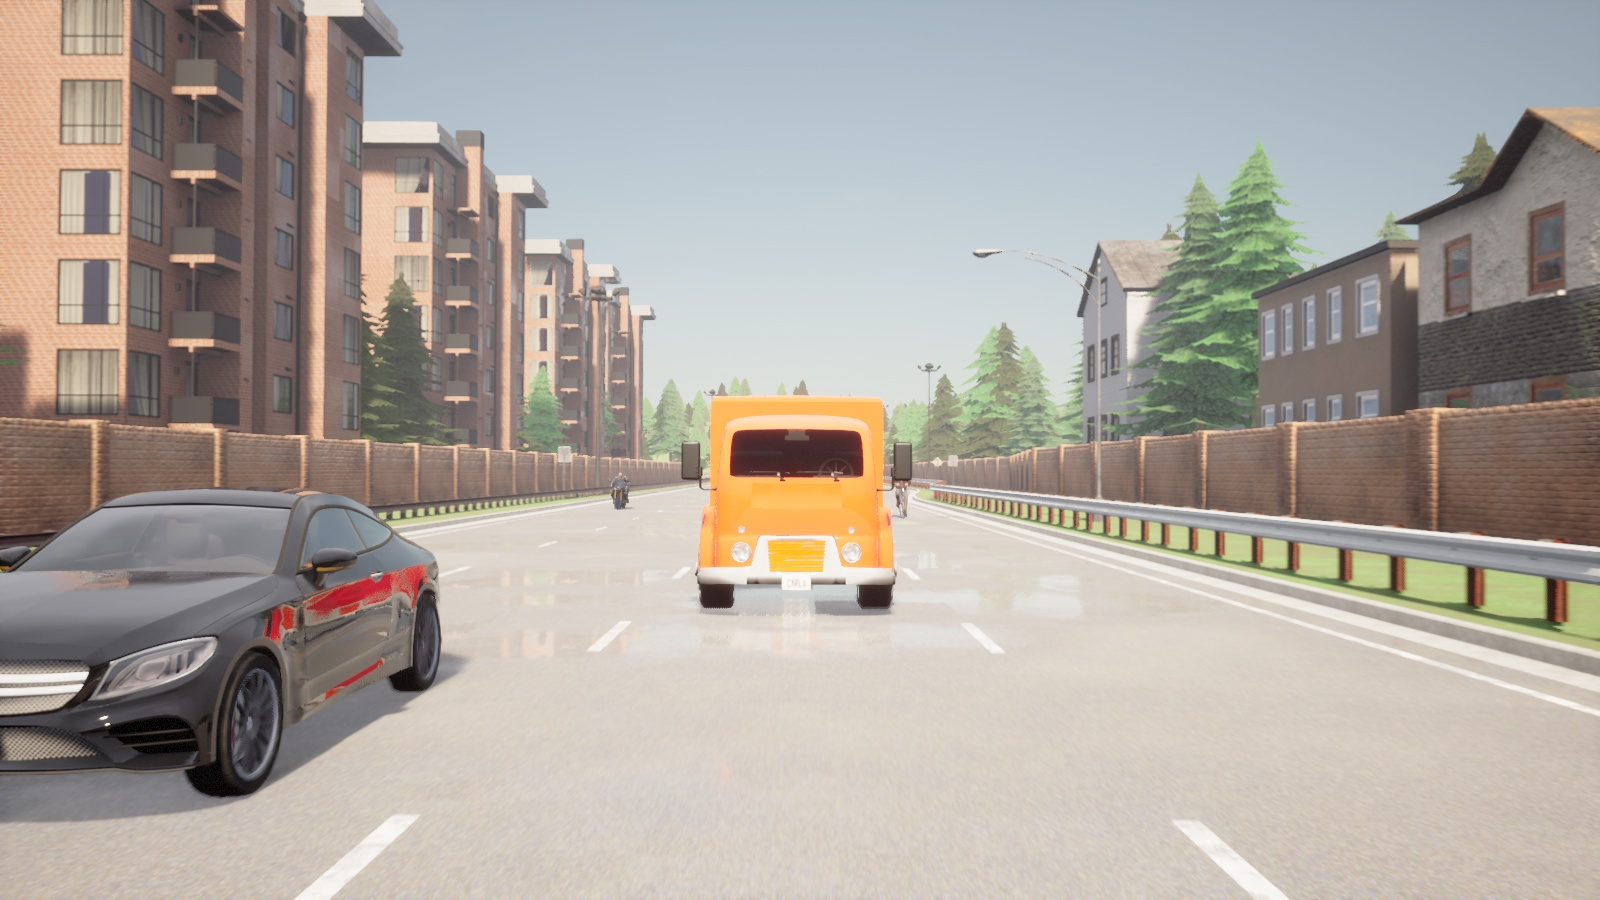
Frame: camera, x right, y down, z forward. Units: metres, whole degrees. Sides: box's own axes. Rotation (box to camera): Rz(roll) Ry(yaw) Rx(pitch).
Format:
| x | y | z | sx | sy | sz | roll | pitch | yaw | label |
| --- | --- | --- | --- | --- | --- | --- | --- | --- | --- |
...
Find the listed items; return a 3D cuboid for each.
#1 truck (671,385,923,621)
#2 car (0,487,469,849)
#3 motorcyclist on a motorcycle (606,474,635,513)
| x | y | z | sx | sy | sz | roll | pitch | yaw | label |
| --- | --- | --- | --- | --- | --- | --- | --- | --- | --- |
| -0.040 | 0.588 | 15.755 | 2.627 | 2.467 | 5.204 | 0 | -1 | 0 | truck |
| -3.513 | 0.981 | 7.583 | 1.812 | 1.442 | 4.674 | 0 | -1 | 0 | car |
| -7.121 | 1.713 | 49.938 | 0.866 | 1.530 | 2.191 | 0 | -1 | 0 | motorcyclist on a motorcycle |
